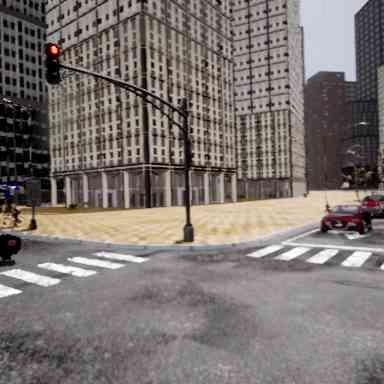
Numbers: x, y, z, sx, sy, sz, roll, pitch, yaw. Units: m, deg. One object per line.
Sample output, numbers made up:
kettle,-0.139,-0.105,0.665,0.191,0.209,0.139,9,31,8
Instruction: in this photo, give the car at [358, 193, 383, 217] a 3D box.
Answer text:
car,14.216,1.011,25.935,2.097,1.767,4.553,-2,0,36

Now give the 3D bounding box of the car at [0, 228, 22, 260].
car,-8.021,1.758,11.760,4.718,1.301,1.895,-1,0,38

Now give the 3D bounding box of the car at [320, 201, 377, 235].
car,8.224,1.373,17.626,1.994,1.385,4.181,-2,0,36

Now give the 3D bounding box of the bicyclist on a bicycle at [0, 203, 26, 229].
bicyclist on a bicycle,-11.467,1.497,21.295,0.582,1.620,1.656,-1,1,37
